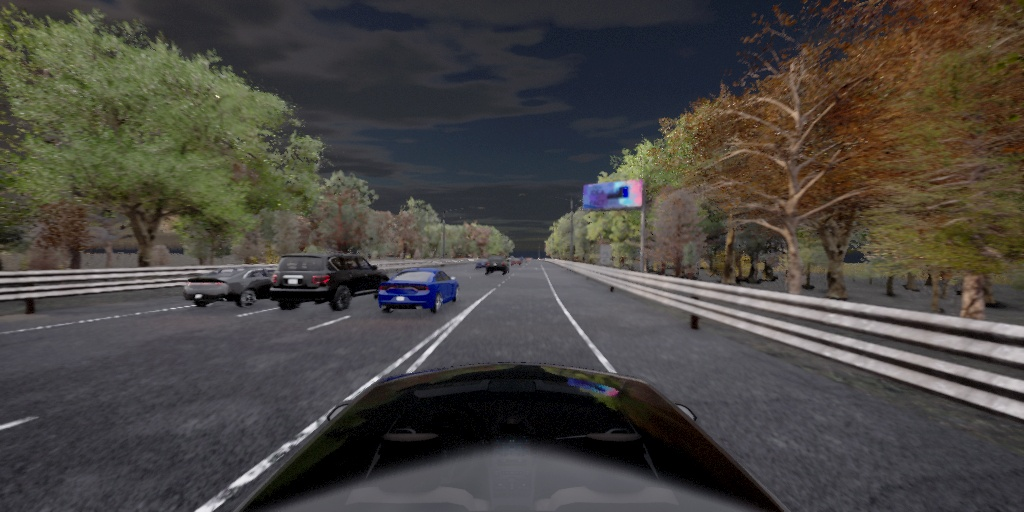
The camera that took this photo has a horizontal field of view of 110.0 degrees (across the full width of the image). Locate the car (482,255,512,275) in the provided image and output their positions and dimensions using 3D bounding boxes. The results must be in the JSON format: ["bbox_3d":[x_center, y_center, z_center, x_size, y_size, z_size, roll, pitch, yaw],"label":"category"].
[{"bbox_3d":[-1.554,0.966,39.506,2.150,2.045,5.566,0,0,4],"label":"car"}]

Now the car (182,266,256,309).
[{"bbox_3d":[-10.335,1.156,14.435,2.128,1.511,4.902,0,0,4],"label":"car"}]

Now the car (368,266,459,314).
[{"bbox_3d":[-3.365,1.204,13.833,1.882,1.535,5.008,0,0,4],"label":"car"}]

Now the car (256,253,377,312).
[{"bbox_3d":[-6.841,0.918,14.174,2.150,2.045,5.566,1,0,4],"label":"car"}]

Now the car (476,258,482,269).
[{"bbox_3d":[-4.069,1.075,53.668,2.097,1.767,4.553,0,0,4],"label":"car"}]
